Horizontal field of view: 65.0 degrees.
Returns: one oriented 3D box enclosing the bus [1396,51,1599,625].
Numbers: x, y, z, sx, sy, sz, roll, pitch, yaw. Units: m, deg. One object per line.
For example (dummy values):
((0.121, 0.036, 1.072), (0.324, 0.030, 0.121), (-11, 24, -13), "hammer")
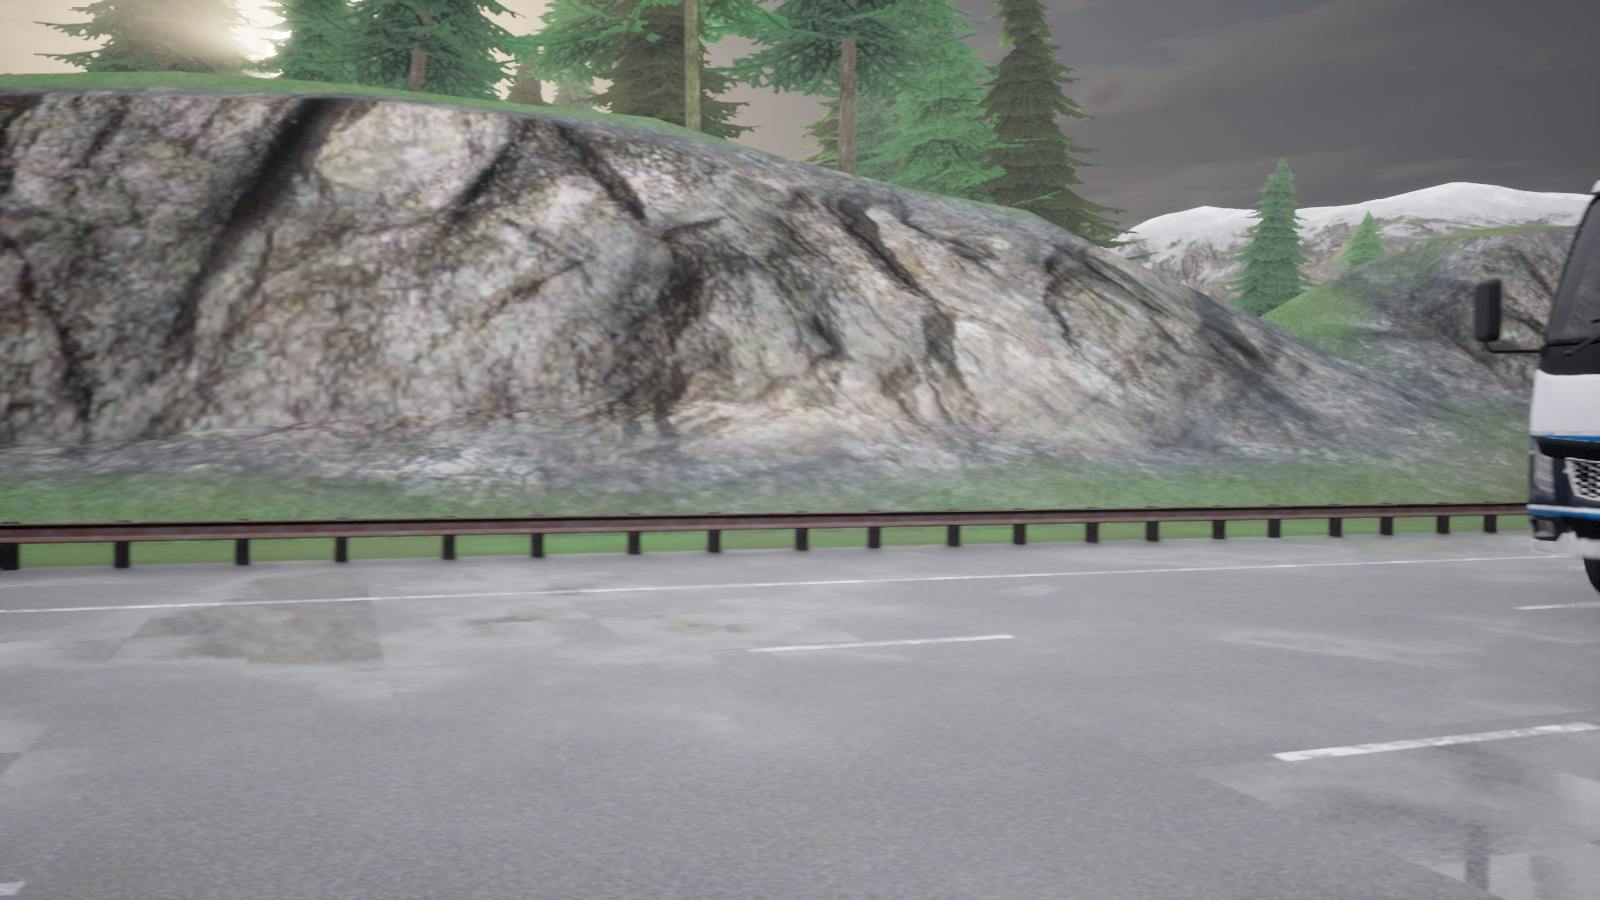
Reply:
((10.759, -0.875, 11.051), (10.273, 4.253, 3.944), (-1, 1, -21), "bus")
